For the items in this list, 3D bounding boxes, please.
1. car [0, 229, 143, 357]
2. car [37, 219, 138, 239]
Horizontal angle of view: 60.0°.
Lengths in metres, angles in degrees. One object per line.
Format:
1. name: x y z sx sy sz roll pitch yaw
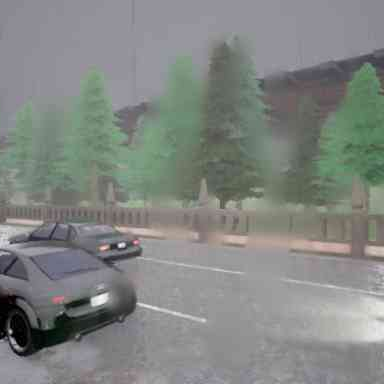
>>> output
1. car: -3.028 1.614 6.159 4.181 1.385 1.994 -1 0 35
2. car: -4.108 1.632 11.228 5.357 1.411 2.033 -1 0 35
